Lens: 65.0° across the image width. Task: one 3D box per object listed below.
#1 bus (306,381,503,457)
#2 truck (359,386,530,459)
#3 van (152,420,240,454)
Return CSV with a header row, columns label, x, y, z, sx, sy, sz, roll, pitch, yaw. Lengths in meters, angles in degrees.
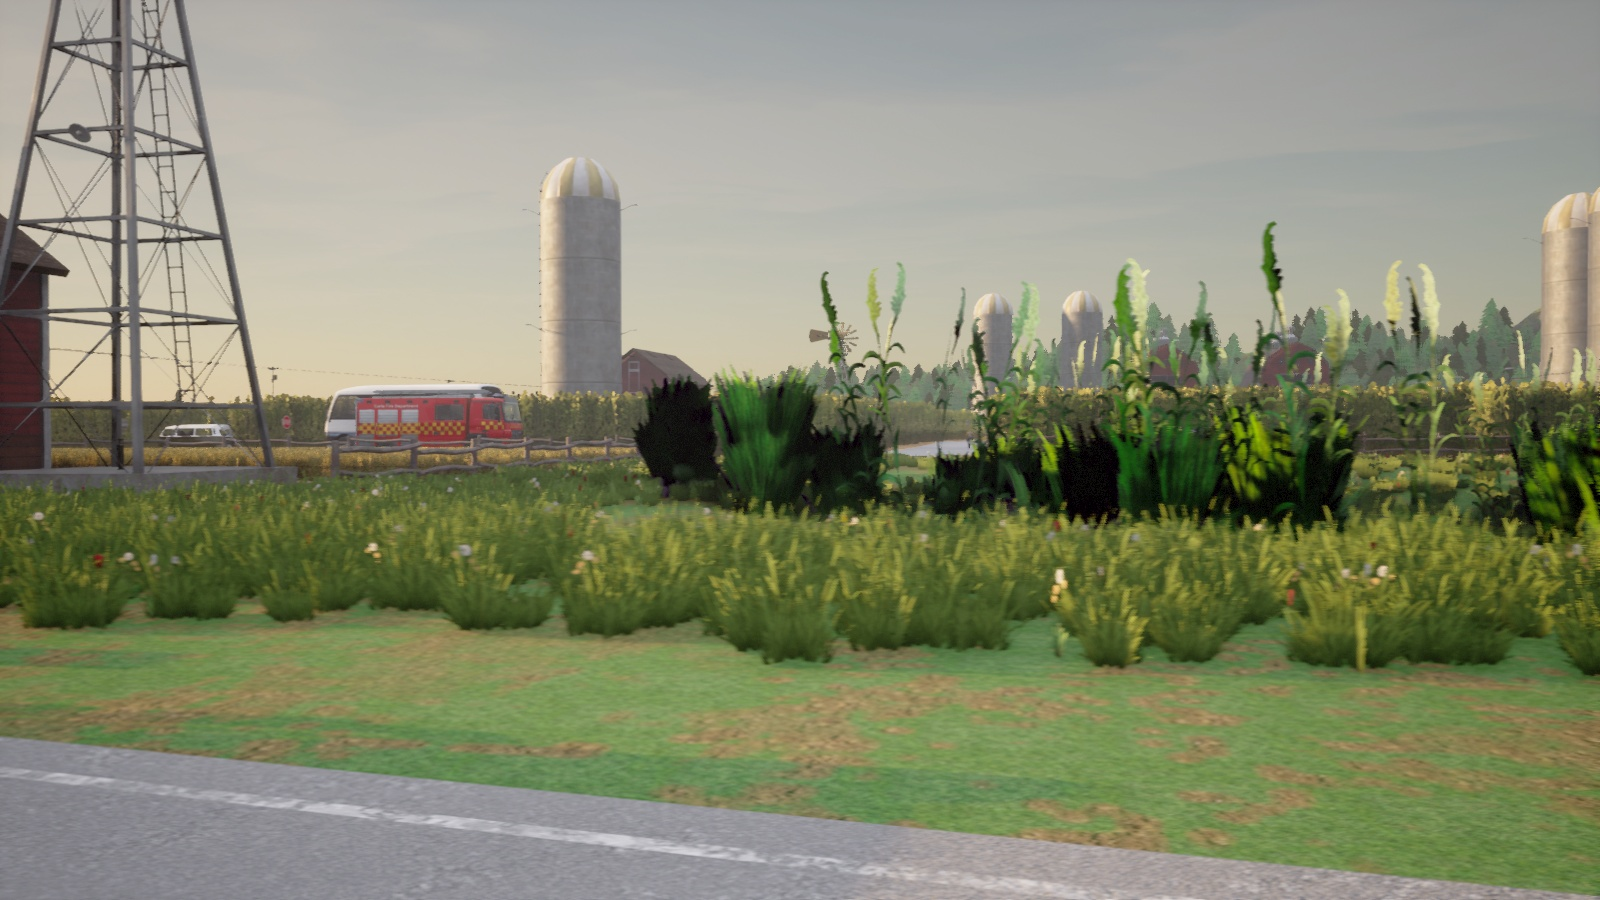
label,x,y,z,sx,sy,sz,roll,pitch,yaw
bus,-22.814,-1.798,72.639,10.273,4.253,3.944,0,1,12
truck,-19.250,-1.503,68.269,8.468,3.827,2.891,0,1,4
van,-36.443,-0.801,75.778,4.480,2.038,2.069,0,1,13
